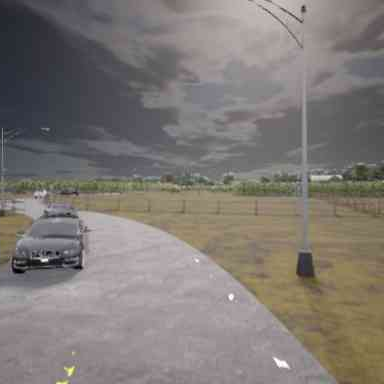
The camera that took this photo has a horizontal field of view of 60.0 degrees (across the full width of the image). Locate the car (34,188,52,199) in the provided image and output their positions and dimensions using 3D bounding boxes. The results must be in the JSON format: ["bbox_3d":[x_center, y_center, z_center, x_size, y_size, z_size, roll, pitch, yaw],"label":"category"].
[{"bbox_3d":[-29.918,0.260,66.886,2.150,2.045,5.566,0,1,-8],"label":"car"}]

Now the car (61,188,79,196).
[{"bbox_3d":[-30.100,-0.014,82.329,2.150,2.045,5.566,-1,1,10],"label":"car"}]

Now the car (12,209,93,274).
[{"bbox_3d":[-4.407,1.540,10.996,1.837,1.490,4.892,0,0,-14],"label":"car"}]

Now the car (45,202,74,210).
[{"bbox_3d":[-10.097,1.482,25.478,1.994,1.385,4.181,0,1,-31],"label":"car"}]
